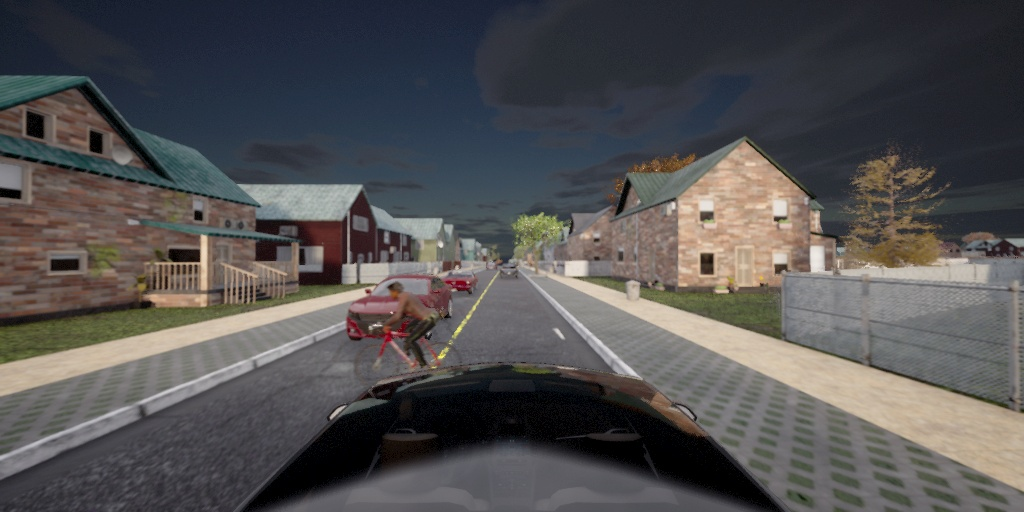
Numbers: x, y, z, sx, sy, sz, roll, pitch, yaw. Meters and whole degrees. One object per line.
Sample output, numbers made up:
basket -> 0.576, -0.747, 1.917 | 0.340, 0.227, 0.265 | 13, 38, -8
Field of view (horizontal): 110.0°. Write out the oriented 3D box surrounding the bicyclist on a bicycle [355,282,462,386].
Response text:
bicyclist on a bicycle -> -1.614, 1.222, 5.534 | 1.656, 1.620, 0.582 | -2, 0, -1

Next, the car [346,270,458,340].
car -> -2.939, 1.275, 10.314 | 1.882, 1.535, 5.008 | 0, 0, 0

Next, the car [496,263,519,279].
car -> -0.302, 1.485, 36.867 | 2.128, 1.511, 4.902 | 0, -1, -1

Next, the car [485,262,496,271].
car -> -3.511, 1.805, 62.252 | 1.812, 1.442, 4.674 | 0, -1, 0

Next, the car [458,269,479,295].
car -> -3.046, 1.463, 20.809 | 1.895, 1.301, 4.718 | 0, 0, -1
